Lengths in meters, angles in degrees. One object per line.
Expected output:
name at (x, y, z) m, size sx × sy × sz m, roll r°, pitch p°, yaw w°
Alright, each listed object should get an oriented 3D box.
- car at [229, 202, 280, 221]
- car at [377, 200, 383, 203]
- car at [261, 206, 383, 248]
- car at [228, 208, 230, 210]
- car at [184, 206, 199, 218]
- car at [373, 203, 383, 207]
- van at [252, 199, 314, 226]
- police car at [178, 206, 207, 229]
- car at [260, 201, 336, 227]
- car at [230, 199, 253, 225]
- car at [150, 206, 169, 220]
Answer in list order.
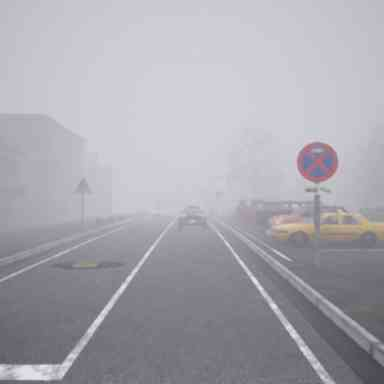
car at (6.116, 1.886, 32.968) m, size 4.553 × 1.767 × 2.185 m, roll 0°, pitch -2°, yaw -1°
car at (18.353, 1.726, 30.965) m, size 5.566 × 2.045 × 2.435 m, roll 0°, pitch -2°, yaw -1°
car at (6.092, 1.586, 14.870) m, size 5.366 × 1.575 × 1.946 m, roll 0°, pitch -1°, yaw 0°
car at (6.130, 1.924, 29.930) m, size 5.008 × 1.535 × 2.097 m, roll 0°, pitch -2°, yaw -1°
car at (-0.043, 2.497, 42.206) m, size 1.812 × 1.442 × 4.674 m, roll 0°, pitch -3°, yaw 0°
car at (18.410, 1.901, 28.290) m, size 4.892 × 1.521 × 2.231 m, roll 0°, pitch -2°, yaw -1°
van at (6.341, 1.471, 20.830) m, size 4.442 × 1.987 × 1.878 m, roll 0°, pitch -1°, yaw -1°
police car at (0.034, 1.794, 23.924) m, size 2.038 × 1.542 × 4.974 m, roll 0°, pitch -2°, yaw 0°
car at (6.282, 1.510, 17.791) m, size 4.553 × 1.767 × 2.185 m, roll 0°, pitch -1°, yaw -1°
car at (6.193, 1.589, 27.021) m, size 5.566 × 2.045 × 2.435 m, roll 0°, pitch -1°, yaw -1°
car at (-3.454, 2.217, 36.001) m, size 1.812 × 1.442 × 4.674 m, roll 0°, pitch -2°, yaw 0°
